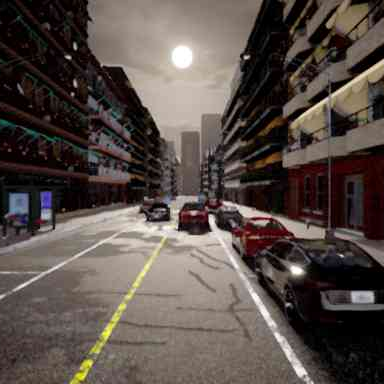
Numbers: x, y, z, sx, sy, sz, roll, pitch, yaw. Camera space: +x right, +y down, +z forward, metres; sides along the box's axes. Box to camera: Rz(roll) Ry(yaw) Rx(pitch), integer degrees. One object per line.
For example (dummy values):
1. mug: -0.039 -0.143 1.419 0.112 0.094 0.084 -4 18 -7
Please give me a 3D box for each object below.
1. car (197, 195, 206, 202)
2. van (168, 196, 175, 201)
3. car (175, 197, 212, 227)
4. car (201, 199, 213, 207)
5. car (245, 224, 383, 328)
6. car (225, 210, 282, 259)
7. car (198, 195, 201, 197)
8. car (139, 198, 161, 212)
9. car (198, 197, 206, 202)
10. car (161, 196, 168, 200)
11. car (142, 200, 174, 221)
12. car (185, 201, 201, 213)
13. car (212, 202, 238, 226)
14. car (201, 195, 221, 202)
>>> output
1. car: 2.551 1.748 91.960 2.192 1.841 5.009 -1 0 0
2. van: -5.328 1.691 75.123 1.690 1.788 3.998 -1 0 0
3. car: 0.100 1.459 23.905 2.097 1.767 4.553 0 0 0
4. car: 2.555 1.849 57.973 1.802 1.307 4.206 -1 0 0
5. car: 2.523 1.597 6.995 1.947 1.339 4.313 -1 0 0
6. car: 2.522 1.601 12.659 1.887 1.381 4.507 -1 0 0
7. car: 2.554 1.839 63.638 1.887 1.381 4.507 -1 0 0
8. car: -5.327 1.626 41.215 1.967 1.590 4.097 -1 0 0
9. car: 2.555 1.987 86.294 1.802 1.307 4.206 -1 0 0
10. car: -5.327 1.680 52.518 1.967 1.590 4.097 -1 0 0
11. car: -2.790 1.653 28.540 1.812 1.442 4.674 0 0 0
12. car: 0.100 1.789 41.592 1.895 1.301 4.718 0 0 0
13. car: 2.522 1.658 23.988 2.008 1.369 4.403 -1 0 0
14. car: 2.541 1.501 40.982 2.192 1.841 5.009 -1 0 0
